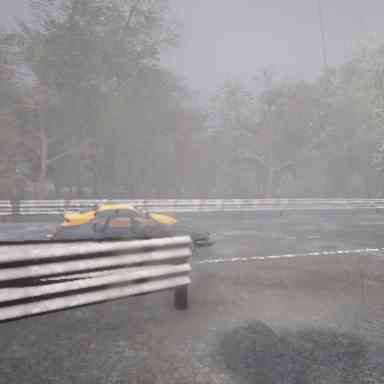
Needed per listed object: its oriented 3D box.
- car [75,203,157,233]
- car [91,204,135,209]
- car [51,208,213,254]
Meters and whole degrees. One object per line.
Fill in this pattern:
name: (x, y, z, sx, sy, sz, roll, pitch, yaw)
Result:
car: (-4.164, 1.351, 18.187, 4.181, 1.385, 1.994, 0, 1, -18)
car: (-3.081, 1.321, 14.858, 5.008, 1.535, 1.882, 0, 1, -18)
car: (-2.033, 1.448, 11.519, 5.357, 1.411, 2.033, 0, 1, -18)
